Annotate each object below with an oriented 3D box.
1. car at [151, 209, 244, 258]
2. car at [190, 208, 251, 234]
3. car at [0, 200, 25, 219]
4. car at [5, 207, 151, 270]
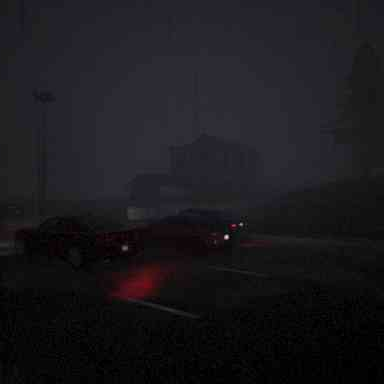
[{"bbox_3d":[-0.426,1.550,12.858,4.181,1.385,1.994,0,0,36],"label":"car"},{"bbox_3d":[0.216,1.530,16.710,5.357,1.411,2.033,0,0,36],"label":"car"},{"bbox_3d":[-16.126,1.434,28.365,4.902,1.511,2.128,0,0,36],"label":"car"},{"bbox_3d":[-3.947,1.459,11.077,5.008,1.535,1.882,0,0,36],"label":"car"}]
